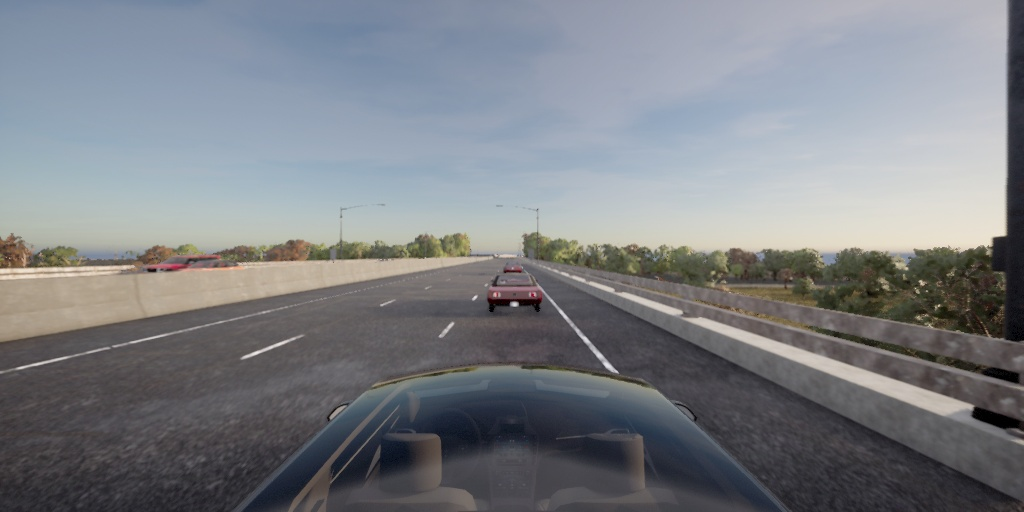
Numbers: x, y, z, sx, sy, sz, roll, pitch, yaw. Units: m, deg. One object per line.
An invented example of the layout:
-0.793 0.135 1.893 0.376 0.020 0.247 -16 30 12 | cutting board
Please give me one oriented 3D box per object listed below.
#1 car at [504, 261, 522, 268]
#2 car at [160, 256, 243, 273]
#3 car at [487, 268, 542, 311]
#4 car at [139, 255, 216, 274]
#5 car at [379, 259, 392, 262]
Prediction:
0.074 1.278 39.932 1.994 1.385 4.181 0 0 0 | car
-21.110 1.089 24.976 2.097 1.767 4.553 0 0 0 | car
0.090 1.340 14.328 1.895 1.301 4.718 0 0 0 | car
-24.611 0.956 27.139 2.150 2.045 5.566 0 0 0 | car
-17.513 1.205 49.000 2.128 1.511 4.902 0 0 -2 | car
